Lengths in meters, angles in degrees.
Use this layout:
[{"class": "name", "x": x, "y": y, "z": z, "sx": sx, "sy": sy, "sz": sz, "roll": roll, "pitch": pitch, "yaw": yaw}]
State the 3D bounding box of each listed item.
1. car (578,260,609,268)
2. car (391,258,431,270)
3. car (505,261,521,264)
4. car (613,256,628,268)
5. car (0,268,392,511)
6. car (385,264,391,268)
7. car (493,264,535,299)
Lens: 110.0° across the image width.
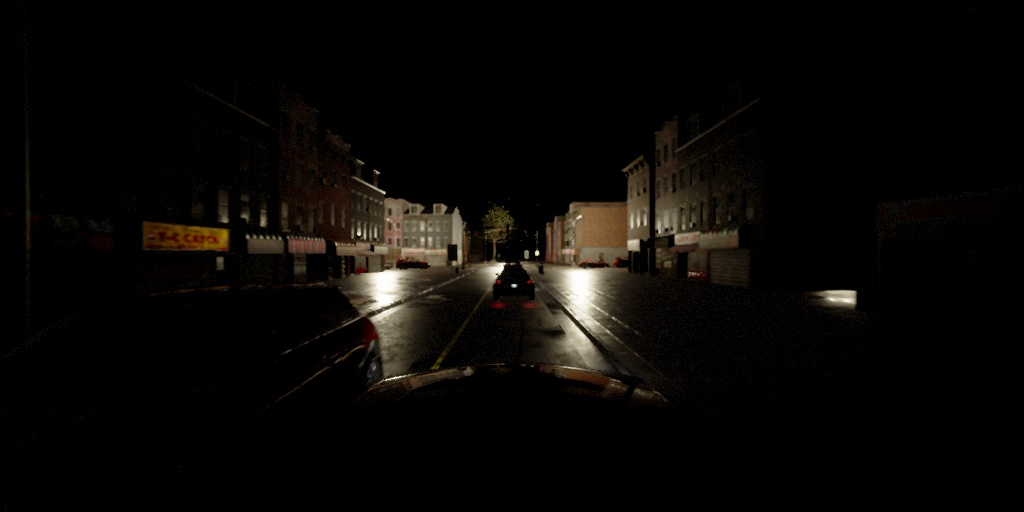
[{"class": "car", "x": 11.949, "y": 1.202, "z": 52.576, "sx": 4.507, "sy": 1.381, "sz": 1.888, "roll": 0, "pitch": 0, "yaw": 0}, {"class": "car", "x": -14.459, "y": 1.165, "z": 52.530, "sx": 5.009, "sy": 1.841, "sz": 2.192, "roll": 0, "pitch": 0, "yaw": 0}, {"class": "car", "x": 0.102, "y": 1.218, "z": 34.797, "sx": 1.882, "sy": 1.535, "sz": 5.008, "roll": 0, "pitch": 0, "yaw": 0}, {"class": "car", "x": 17.383, "y": 0.934, "z": 52.586, "sx": 5.009, "sy": 1.841, "sz": 2.192, "roll": 0, "pitch": 0, "yaw": 0}, {"class": "car", "x": -2.849, "y": 1.101, "z": 3.112, "sx": 2.097, "sy": 1.767, "sz": 4.553, "roll": 0, "pitch": 0, "yaw": 0}, {"class": "car", "x": -19.886, "y": 1.458, "z": 52.520, "sx": 4.313, "sy": 1.339, "sz": 1.948, "roll": 0, "pitch": 0, "yaw": 0}, {"class": "car", "x": 0.098, "y": 1.303, "z": 18.021, "sx": 1.994, "sy": 1.385, "sz": 4.181, "roll": 0, "pitch": 0, "yaw": 0}]
